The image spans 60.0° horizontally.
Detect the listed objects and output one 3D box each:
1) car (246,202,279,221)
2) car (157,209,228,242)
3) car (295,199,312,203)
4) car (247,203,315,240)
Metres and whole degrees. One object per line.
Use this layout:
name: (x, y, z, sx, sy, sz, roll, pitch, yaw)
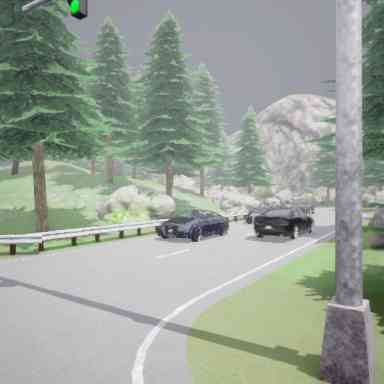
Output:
car: (5.725, 1.506, 24.981, 2.128, 1.511, 4.902, 0, 0, 34)
car: (0.158, 1.578, 16.740, 1.994, 1.385, 4.181, 0, 0, 34)
car: (11.227, 1.519, 33.591, 1.837, 1.490, 4.892, 0, 0, 27)
car: (4.911, 1.542, 17.348, 1.882, 1.535, 5.008, 0, -1, 34)
